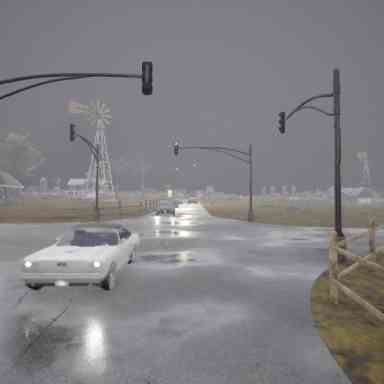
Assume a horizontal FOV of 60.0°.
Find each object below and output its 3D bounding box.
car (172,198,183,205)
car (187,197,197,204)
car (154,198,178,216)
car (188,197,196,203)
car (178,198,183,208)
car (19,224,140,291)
[{"bbox_3d":[-2.835,1.797,64.835,1.994,1.385,4.181,0,0,-1],"label":"car"},{"bbox_3d":[0.062,1.788,69.141,1.812,1.442,4.674,0,0,0],"label":"car"},{"bbox_3d":[-2.628,1.573,33.292,1.837,1.490,4.892,0,0,-3],"label":"car"},{"bbox_3d":[-0.035,1.859,79.154,1.812,1.442,4.674,0,0,0],"label":"car"},{"bbox_3d":[-2.868,1.692,49.756,2.033,1.411,5.357,0,0,0],"label":"car"},{"bbox_3d":[-2.721,1.604,9.138,1.895,1.301,4.718,0,0,0],"label":"car"}]
